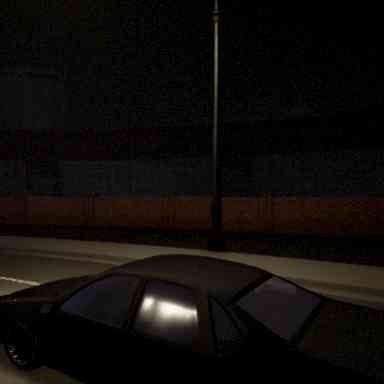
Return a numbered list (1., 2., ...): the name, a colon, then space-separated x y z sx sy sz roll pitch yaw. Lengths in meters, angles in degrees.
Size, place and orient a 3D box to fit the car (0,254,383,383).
1. car: -0.307 1.533 4.049 5.357 1.411 2.033 -1 0 33
